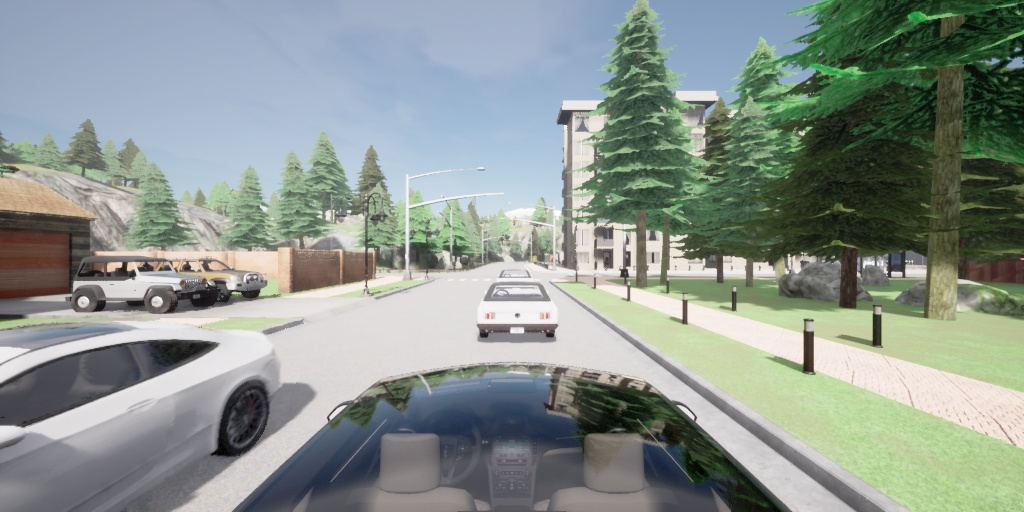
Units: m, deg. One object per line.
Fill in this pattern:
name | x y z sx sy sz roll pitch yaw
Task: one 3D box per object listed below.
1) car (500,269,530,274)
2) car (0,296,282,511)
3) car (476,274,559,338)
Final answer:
car | 0.160 1.351 19.316 1.895 1.301 4.718 0 0 0
car | -3.587 1.276 2.363 1.812 1.442 4.674 0 0 0
car | 0.131 1.351 10.148 1.895 1.301 4.718 0 0 0
